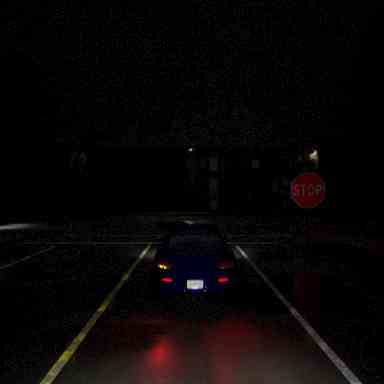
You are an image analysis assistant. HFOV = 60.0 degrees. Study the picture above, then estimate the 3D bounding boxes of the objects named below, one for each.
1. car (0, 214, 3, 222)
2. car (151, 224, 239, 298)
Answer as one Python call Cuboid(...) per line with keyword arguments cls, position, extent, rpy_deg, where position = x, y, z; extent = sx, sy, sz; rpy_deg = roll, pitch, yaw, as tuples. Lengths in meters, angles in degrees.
Cuboid(cls="car", position=(-15.186, 1.478, 21.997), extent=(4.892, 1.490, 1.837), rpy_deg=(1, 0, 0))
Cuboid(cls="car", position=(0.066, 1.526, 8.408), extent=(1.812, 1.442, 4.674), rpy_deg=(0, 0, 0))
